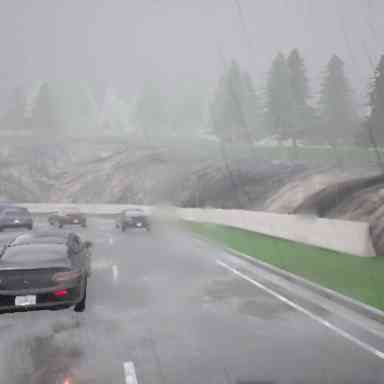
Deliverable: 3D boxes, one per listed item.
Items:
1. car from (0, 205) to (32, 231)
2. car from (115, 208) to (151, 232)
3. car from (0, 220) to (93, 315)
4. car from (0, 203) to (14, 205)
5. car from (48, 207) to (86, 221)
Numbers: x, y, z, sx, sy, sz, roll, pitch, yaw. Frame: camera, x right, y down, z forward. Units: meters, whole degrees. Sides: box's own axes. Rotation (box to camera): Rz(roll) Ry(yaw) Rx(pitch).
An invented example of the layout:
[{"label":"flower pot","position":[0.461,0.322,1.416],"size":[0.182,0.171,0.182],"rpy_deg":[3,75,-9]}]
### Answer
[{"label":"car","position":[-12.250,1.841,22.662],"size":[1.994,1.385,4.181],"rpy_deg":[1,-1,-36]},{"label":"car","position":[-4.040,1.831,22.486],"size":[1.812,1.442,4.674],"rpy_deg":[1,-1,-21]},{"label":"car","position":[-3.323,1.625,7.625],"size":[1.812,1.442,4.674],"rpy_deg":[0,-1,-16]},{"label":"car","position":[-18.840,1.874,32.876],"size":[5.008,1.535,1.882],"rpy_deg":[0,-1,6]},{"label":"car","position":[-9.301,1.843,24.714],"size":[1.812,1.442,4.674],"rpy_deg":[1,-1,-35]}]
